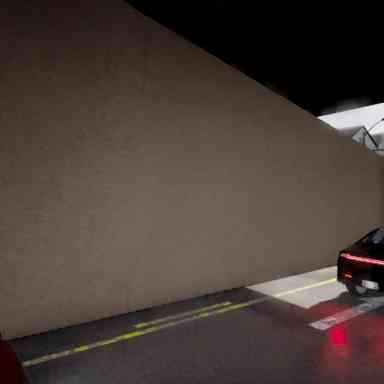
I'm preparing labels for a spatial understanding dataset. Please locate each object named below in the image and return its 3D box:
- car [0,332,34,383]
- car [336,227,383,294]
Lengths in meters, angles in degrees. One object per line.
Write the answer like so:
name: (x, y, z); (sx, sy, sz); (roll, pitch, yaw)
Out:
car: (-3.269, 1.601, 1.500); (4.718, 1.301, 1.895); (0, 0, -34)
car: (5.248, 1.491, 7.517); (4.902, 1.511, 2.128); (0, 0, -35)
